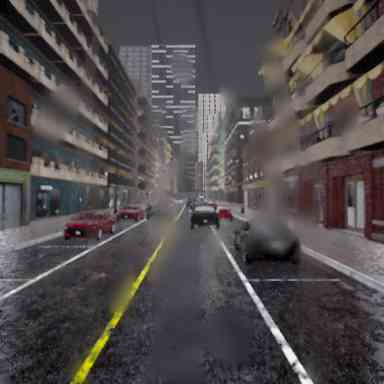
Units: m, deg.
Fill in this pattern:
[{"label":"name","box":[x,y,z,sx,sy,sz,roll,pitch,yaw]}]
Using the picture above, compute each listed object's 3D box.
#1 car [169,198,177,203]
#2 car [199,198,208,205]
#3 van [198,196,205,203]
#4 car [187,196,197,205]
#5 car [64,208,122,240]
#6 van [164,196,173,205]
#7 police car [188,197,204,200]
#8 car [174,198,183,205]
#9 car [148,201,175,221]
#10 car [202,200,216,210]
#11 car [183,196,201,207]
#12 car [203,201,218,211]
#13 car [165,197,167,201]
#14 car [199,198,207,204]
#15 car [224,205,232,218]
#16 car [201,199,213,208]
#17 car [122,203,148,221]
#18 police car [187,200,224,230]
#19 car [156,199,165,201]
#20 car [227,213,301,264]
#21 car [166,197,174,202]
[{"label":"car","box":[-5.320,2.272,91.695,1.887,1.381,4.507,0,-1,0]},{"label":"car","box":[2.563,2.102,74.807,1.752,1.417,4.829,0,0,0]},{"label":"van","box":[2.562,2.068,91.707,1.690,1.788,3.998,0,-1,0]},{"label":"car","box":[-0.009,1.828,73.760,2.097,1.767,4.553,0,-1,0]},{"label":"car","box":[-5.310,1.671,17.731,1.887,1.381,4.507,1,0,0]},{"label":"van","box":[-5.316,1.916,74.627,1.690,1.788,3.998,1,0,0]},{"label":"police car","box":[0.820,1.710,38.844,1.930,1.638,5.238,0,0,0]},{"label":"car","box":[-2.759,2.035,69.818,1.812,1.442,4.674,0,0,0]},{"label":"car","box":[-2.852,1.777,29.451,1.994,1.385,4.181,0,0,0]},{"label":"car","box":[2.566,1.932,51.880,1.887,1.381,4.507,1,0,0]},{"label":"car","box":[-0.007,1.794,58.758,2.097,1.767,4.553,0,0,0]},{"label":"car","box":[2.566,1.924,46.190,1.802,1.307,4.206,1,0,0]},{"label":"car","box":[-5.315,1.912,51.699,1.752,1.417,4.829,1,0,0]},{"label":"car","box":[2.561,2.206,80.326,1.802,1.307,4.206,0,-1,0]},{"label":"car","box":[2.568,1.792,29.121,1.802,1.307,4.206,1,0,0]},{"label":"car","box":[2.565,1.977,57.569,1.887,1.381,4.507,1,0,0]},{"label":"car","box":[-5.312,1.755,29.109,1.887,1.381,4.507,1,0,0]},{"label":"police car","box":[0.822,1.589,22.844,1.930,1.638,5.238,0,0,0]},{"label":"car","box":[-5.314,1.894,46.178,2.008,1.369,4.403,1,0,0]},{"label":"car","box":[2.571,1.651,12.053,1.947,1.339,4.313,1,0,0]},{"label":"car","box":[-5.317,2.071,68.937,1.887,1.381,4.507,1,0,0]}]
